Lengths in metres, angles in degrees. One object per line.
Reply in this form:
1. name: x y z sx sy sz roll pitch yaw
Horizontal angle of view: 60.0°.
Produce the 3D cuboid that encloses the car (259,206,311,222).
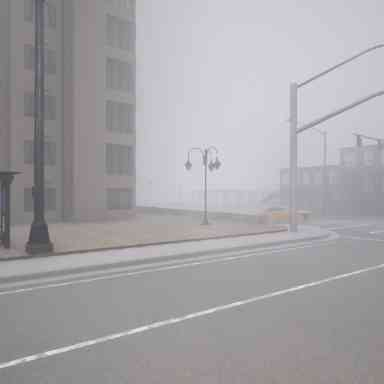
1. car: 8.315 1.986 30.203 1.882 1.535 5.008 0 -5 -36
